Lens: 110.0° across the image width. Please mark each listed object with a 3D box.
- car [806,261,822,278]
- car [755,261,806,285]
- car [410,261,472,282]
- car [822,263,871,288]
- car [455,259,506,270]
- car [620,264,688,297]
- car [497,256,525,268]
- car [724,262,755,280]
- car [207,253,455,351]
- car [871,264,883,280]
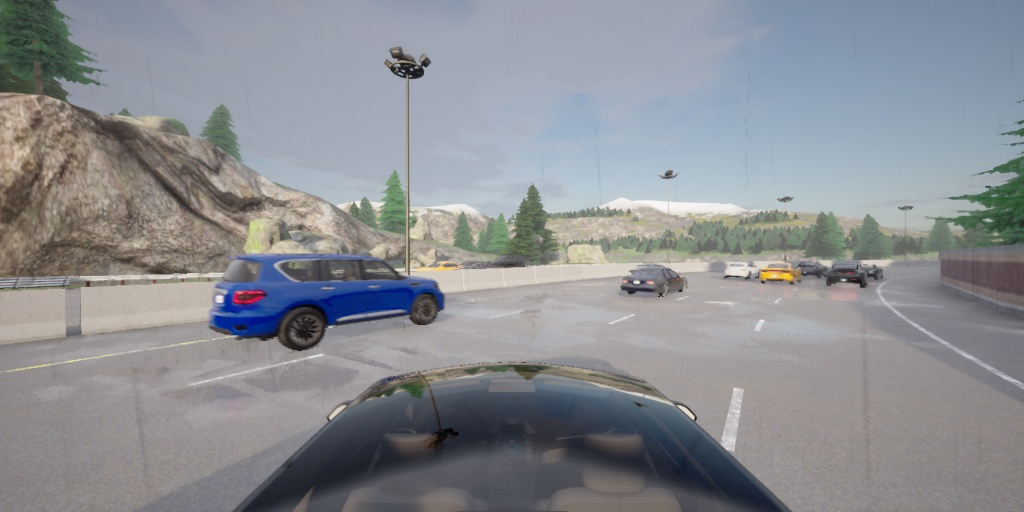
[{"bbox_3d":[27.742,1.241,33.176,4.902,1.511,2.128,0,0,-39],"label":"car"},{"bbox_3d":[19.790,1.228,26.313,5.008,1.535,1.882,0,0,-44],"label":"car"},{"bbox_3d":[-5.897,1.227,30.217,1.882,1.535,5.008,0,0,41],"label":"car"},{"bbox_3d":[22.498,1.255,24.059,4.892,1.490,1.837,0,0,-43],"label":"car"},{"bbox_3d":[-3.132,1.241,28.067,2.128,1.511,4.902,0,0,41],"label":"car"},{"bbox_3d":[7.568,1.297,18.836,2.033,1.411,5.357,0,0,41],"label":"car"},{"bbox_3d":[-0.821,0.970,45.664,5.566,2.045,2.150,0,0,-44],"label":"car"},{"bbox_3d":[20.162,1.276,31.403,4.674,1.442,1.812,0,0,-42],"label":"car"},{"bbox_3d":[-4.312,0.969,9.362,2.150,2.045,5.566,0,0,35],"label":"car"},{"bbox_3d":[30.448,1.351,30.881,4.718,1.301,1.895,0,0,-39],"label":"car"}]
